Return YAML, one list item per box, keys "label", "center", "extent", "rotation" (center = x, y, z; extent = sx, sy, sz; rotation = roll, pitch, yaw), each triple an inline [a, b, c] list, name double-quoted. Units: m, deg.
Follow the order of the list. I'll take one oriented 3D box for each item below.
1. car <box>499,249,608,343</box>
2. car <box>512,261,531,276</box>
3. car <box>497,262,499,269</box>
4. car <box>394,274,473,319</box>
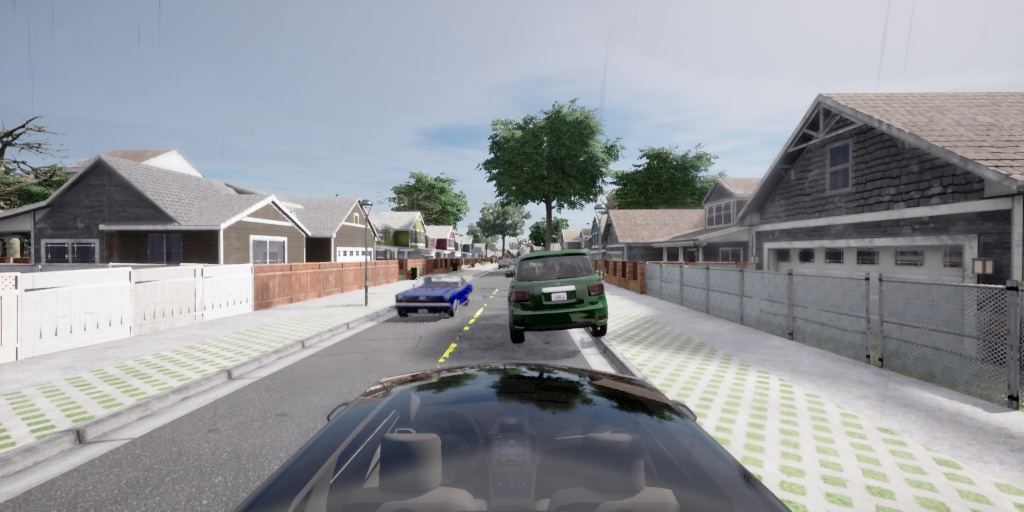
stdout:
- label: "car"
  center: [1.015, 0.897, 9.763]
  extent: [2.150, 2.045, 5.566]
  rotation: [-5, 0, 2]
- label: "car"
  center: [1.116, 1.322, 39.625]
  extent: [2.033, 1.411, 5.357]
  rotation: [0, 0, 3]
- label: "car"
  center: [-1.189, 1.311, 55.915]
  extent: [1.837, 1.490, 4.892]
  rotation: [0, 0, 2]
- label: "car"
  center: [-2.623, 1.349, 12.980]
  extent: [1.895, 1.301, 4.718]
  rotation: [0, 0, 2]
